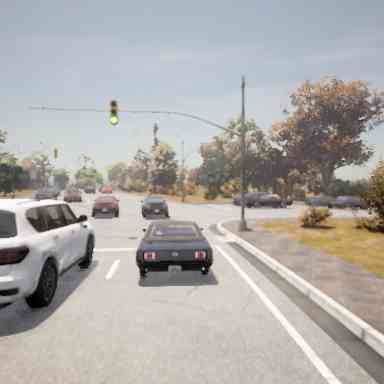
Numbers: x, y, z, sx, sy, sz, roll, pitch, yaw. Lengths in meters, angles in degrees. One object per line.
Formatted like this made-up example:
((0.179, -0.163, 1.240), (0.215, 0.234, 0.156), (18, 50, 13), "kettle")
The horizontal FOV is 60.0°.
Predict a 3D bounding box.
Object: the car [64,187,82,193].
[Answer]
((-15.028, 0.341, 42.142), (2.097, 1.767, 4.553), (-1, 2, -18), "car")

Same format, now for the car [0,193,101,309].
((-3.883, 1.162, 7.806), (2.150, 2.045, 5.566), (0, 1, -4), "car")

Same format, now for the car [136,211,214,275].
((-0.572, 1.495, 10.153), (1.895, 1.301, 4.718), (0, 1, -4), "car")

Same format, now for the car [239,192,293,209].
((7.509, 0.969, 33.082), (4.718, 1.301, 1.895), (1, 1, -17), "car")

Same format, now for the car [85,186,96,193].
((-22.099, -0.376, 72.744), (1.882, 1.535, 5.008), (-1, 1, -20), "car")

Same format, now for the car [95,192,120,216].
((-6.547, 1.001, 25.390), (1.812, 1.442, 4.674), (0, 2, -12), "car")

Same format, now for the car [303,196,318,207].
((15.216, 1.043, 39.015), (4.181, 1.385, 1.994), (2, 1, -15), "car")

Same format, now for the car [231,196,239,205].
((6.674, 0.778, 36.480), (4.892, 1.490, 1.837), (1, 1, -17), "car")

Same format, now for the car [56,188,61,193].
((-21.629, 0.306, 50.741), (1.994, 1.385, 4.181), (-1, 2, -19), "car")

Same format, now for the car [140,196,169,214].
((-2.831, 1.020, 24.669), (1.812, 1.442, 4.674), (0, 2, -11), "car")

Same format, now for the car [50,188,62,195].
((-28.323, -0.200, 69.378), (1.994, 1.385, 4.181), (-1, 2, -20), "car")

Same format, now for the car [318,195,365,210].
((16.764, 1.144, 35.839), (5.357, 1.411, 2.033), (2, 1, -17), "car")

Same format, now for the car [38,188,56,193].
((-18.782, 0.491, 42.306), (1.837, 1.490, 4.892), (-1, 2, -18), "car")

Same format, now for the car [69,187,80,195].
((-24.643, -0.235, 69.495), (2.128, 1.511, 4.902), (-1, 2, -20), "car")

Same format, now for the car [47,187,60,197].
((-24.938, -0.033, 60.052), (1.882, 1.535, 5.008), (-1, 2, -20), "car")

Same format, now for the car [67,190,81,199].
((-17.901, 0.342, 50.666), (1.895, 1.301, 4.718), (-1, 2, -19), "car")

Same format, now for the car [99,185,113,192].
((-18.941, -0.541, 74.295), (2.097, 1.767, 4.553), (-1, 1, -20), "car")

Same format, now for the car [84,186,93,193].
((-25.638, -0.683, 82.533), (1.837, 1.490, 4.892), (-1, 1, -19), "car")

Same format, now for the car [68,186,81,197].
((-21.201, -0.164, 60.012), (2.097, 1.767, 4.553), (-1, 2, -20), "car")

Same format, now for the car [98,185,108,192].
((-22.333, -0.863, 83.680), (2.097, 1.767, 4.553), (-1, 1, -19), "car")
